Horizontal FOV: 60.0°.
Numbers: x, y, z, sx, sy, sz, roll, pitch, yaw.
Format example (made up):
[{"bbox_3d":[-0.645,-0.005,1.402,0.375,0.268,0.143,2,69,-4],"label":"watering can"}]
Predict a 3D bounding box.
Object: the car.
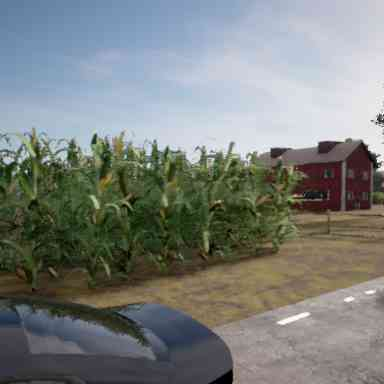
[{"bbox_3d":[-1.984,1.476,1.654,5.008,1.535,1.882,0,0,-36],"label":"car"}]
